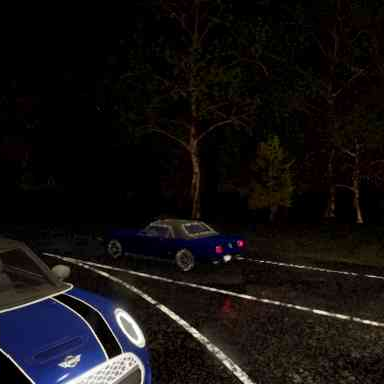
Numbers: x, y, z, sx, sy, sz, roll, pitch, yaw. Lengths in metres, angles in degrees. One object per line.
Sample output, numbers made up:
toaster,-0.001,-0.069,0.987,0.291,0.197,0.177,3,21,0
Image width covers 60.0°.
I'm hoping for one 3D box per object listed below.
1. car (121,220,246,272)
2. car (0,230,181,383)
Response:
car,-0.773,1.561,10.684,4.718,1.301,1.895,0,0,36
car,-2.607,1.338,3.742,4.553,1.767,2.097,1,0,35
